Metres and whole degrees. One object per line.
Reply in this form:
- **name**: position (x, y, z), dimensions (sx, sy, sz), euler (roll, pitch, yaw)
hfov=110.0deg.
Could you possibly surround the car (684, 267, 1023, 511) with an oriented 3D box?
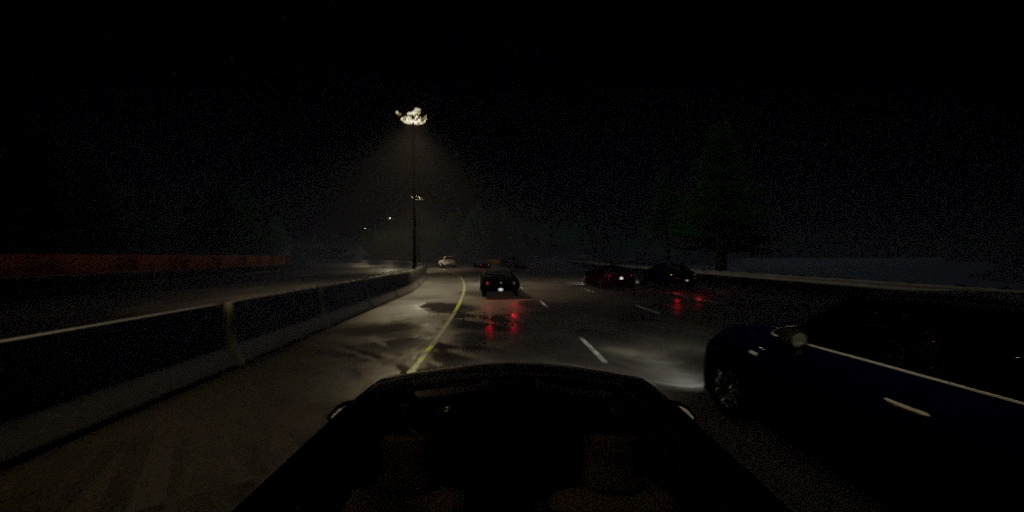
- **car**: position (3.630, 1.065, 2.957), dimensions (2.097, 1.767, 4.553), euler (-1, 0, -1)

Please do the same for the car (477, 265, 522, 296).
- **car**: position (-0.793, 1.356, 19.680), dimensions (1.895, 1.301, 4.718), euler (-1, 0, -6)

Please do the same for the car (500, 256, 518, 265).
- **car**: position (-0.414, 0.965, 63.956), dimensions (2.150, 2.045, 5.566), euler (0, 0, -21)

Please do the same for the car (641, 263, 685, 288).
- **car**: position (9.665, 1.173, 22.410), dimensions (1.812, 1.442, 4.674), euler (-1, 0, -4)

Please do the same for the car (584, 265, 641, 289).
- **car**: position (5.993, 1.249, 22.544), dimensions (1.994, 1.385, 4.181), euler (0, 0, -8)

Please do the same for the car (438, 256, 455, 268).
- **car**: position (-11.585, 1.079, 63.428), dimensions (2.150, 2.045, 5.566), euler (0, 0, -22)

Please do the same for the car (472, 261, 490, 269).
- **car**: position (-4.952, 1.392, 57.005), dimensions (1.895, 1.301, 4.718), euler (-1, 0, -20)

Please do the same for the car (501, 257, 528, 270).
- **car**: position (0.543, 1.283, 51.370), dimensions (2.033, 1.411, 5.357), euler (0, 0, -19)
